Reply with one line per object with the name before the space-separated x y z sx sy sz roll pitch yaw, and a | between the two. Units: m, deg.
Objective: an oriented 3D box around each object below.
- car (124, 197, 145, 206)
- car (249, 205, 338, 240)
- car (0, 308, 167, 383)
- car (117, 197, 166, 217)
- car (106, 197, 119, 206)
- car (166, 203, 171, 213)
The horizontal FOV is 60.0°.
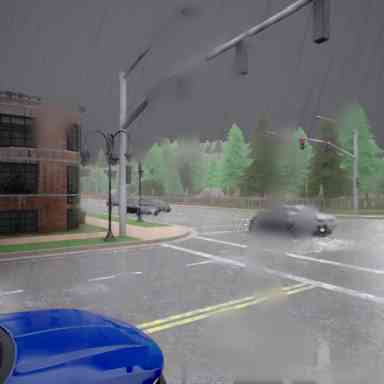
car | -9.813 1.526 56.679 1.812 1.442 4.674 0 0 -35
car | 4.887 1.564 17.008 1.994 1.385 4.181 0 0 -35
car | -2.486 1.478 1.968 5.008 1.535 1.882 0 0 -36
car | -4.803 1.492 30.872 2.128 1.511 4.902 0 0 -35
car | -12.611 1.564 54.573 1.994 1.385 4.181 0 0 -35
car | -4.036 1.504 35.896 1.837 1.490 4.892 0 0 -35
